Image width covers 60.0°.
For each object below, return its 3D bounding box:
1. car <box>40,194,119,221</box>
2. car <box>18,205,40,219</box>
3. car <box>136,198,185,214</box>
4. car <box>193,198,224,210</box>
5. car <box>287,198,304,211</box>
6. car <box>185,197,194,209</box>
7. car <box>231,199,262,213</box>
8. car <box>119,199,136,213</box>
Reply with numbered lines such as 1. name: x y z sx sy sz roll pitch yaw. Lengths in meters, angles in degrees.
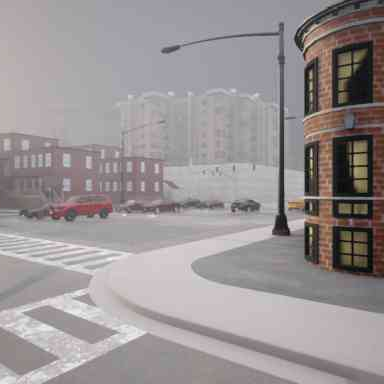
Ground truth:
1. car: -9.109 1.221 27.509 2.150 2.045 5.566 0 0 36
2. car: -12.189 1.547 29.221 2.033 1.411 5.357 0 0 36
3. car: -3.313 1.478 35.610 1.882 1.535 5.008 0 0 36
4. car: 2.538 1.564 43.761 1.994 1.385 4.181 0 0 35
5. car: 13.184 1.478 40.296 1.882 1.535 5.008 0 0 36
6. car: -0.682 1.492 45.275 2.128 1.511 4.902 0 0 36
7. car: 5.989 1.504 36.272 1.837 1.490 4.892 0 0 35
8. car: -6.460 1.526 37.213 1.812 1.442 4.674 0 0 35
